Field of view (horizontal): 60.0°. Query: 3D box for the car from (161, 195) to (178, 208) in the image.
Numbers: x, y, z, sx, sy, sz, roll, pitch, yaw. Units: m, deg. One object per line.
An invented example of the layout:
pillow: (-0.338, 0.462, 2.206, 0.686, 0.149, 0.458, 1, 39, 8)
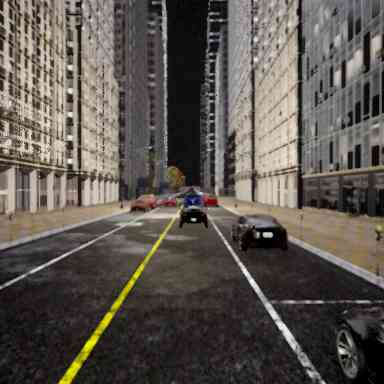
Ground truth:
car: (-3.069, 1.565, 48.258, 1.895, 1.301, 4.718, 0, 0, 0)

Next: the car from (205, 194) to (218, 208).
car: (2.702, 1.279, 48.068, 2.192, 1.841, 5.009, 0, 0, 0)

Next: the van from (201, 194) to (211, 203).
van: (2.707, 1.277, 65.163, 1.690, 1.788, 3.998, 0, 0, 0)

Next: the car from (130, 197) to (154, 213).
car: (-5.682, 1.523, 36.677, 1.887, 1.381, 4.507, 0, 0, 0)

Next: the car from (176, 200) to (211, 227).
car: (0.109, 1.516, 22.518, 1.812, 1.442, 4.674, 0, 0, 0)

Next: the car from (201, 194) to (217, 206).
car: (2.704, 1.271, 53.766, 2.192, 1.841, 5.009, 0, 0, 0)

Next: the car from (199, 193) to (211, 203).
car: (2.709, 1.240, 70.862, 2.192, 1.841, 5.009, 0, 0, 0)

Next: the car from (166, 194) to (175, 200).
car: (-5.666, 1.327, 87.964, 1.967, 1.590, 4.097, 0, 0, 0)

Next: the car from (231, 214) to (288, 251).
car: (2.692, 1.561, 13.878, 1.947, 1.339, 4.313, 0, 0, 0)

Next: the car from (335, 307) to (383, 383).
car: (2.688, 1.565, 2.482, 1.947, 1.339, 4.313, 0, 0, 0)

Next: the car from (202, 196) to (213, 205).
car: (2.706, 1.471, 59.635, 1.752, 1.417, 4.829, 0, 0, 0)

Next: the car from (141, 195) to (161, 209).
car: (-5.681, 1.287, 42.375, 2.192, 1.841, 5.009, 0, 0, 0)

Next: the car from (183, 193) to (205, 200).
car: (0.112, 1.197, 39.802, 2.150, 2.045, 5.566, 0, 0, 0)

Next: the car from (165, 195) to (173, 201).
car: (-5.667, 1.426, 82.094, 1.752, 1.417, 4.829, 0, 0, 0)

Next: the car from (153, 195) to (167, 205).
car: (-5.674, 1.386, 59.470, 1.967, 1.590, 4.097, 0, 0, 0)

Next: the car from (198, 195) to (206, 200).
car: (2.716, 1.437, 87.960, 2.008, 1.369, 4.403, 0, 0, 0)
